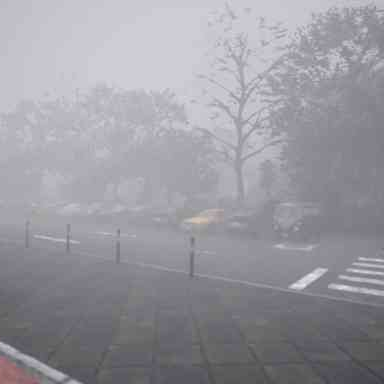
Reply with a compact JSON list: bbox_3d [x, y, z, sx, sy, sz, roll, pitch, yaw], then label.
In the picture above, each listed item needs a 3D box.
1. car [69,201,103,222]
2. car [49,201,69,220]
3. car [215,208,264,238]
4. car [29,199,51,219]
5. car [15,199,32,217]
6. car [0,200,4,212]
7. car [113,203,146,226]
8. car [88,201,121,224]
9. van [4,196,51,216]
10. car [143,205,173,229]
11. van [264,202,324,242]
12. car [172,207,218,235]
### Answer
[{"bbox_3d":[-7.589,1.588,28.177,2.185,1.767,4.553,0,0,35],"label":"car"},{"bbox_3d":[-9.871,1.741,29.759,2.002,1.452,4.674,0,0,35],"label":"car"},{"bbox_3d":[3.718,1.810,20.133,2.163,1.488,4.792,0,0,35],"label":"car"},{"bbox_3d":[-12.135,1.688,31.365,2.097,1.535,5.008,0,0,35],"label":"car"},{"bbox_3d":[-14.397,1.717,32.976,2.002,1.452,4.674,0,0,35],"label":"car"},{"bbox_3d":[-21.196,1.671,37.780,2.163,1.488,4.792,0,0,35],"label":"car"},{"bbox_3d":[-3.088,1.741,24.930,2.231,1.521,4.892,0,0,35],"label":"car"},{"bbox_3d":[-5.343,1.726,26.548,2.097,1.535,5.008,0,0,35],"label":"car"},{"bbox_3d":[-16.588,1.439,34.681,1.878,1.987,4.442,0,0,35],"label":"van"},{"bbox_3d":[-0.807,1.782,23.350,2.163,1.488,4.792,0,0,35],"label":"car"},{"bbox_3d":[5.894,1.569,18.406,1.878,1.987,4.442,0,0,35],"label":"van"},{"bbox_3d":[1.330,1.764,21.567,1.946,1.575,5.366,0,0,35],"label":"car"}]
